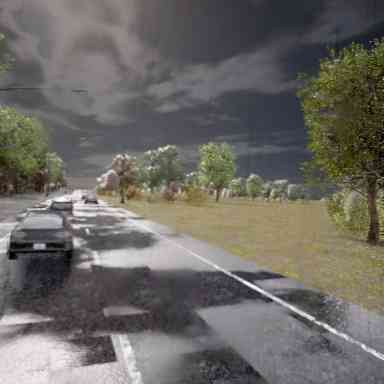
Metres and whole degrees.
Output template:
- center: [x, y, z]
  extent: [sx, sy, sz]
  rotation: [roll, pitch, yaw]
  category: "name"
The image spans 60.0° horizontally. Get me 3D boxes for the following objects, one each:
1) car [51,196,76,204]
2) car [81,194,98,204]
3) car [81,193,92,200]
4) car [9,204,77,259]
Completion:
- center: [-11.520, 1.147, 29.688]
  extent: [2.128, 1.511, 4.902]
  rotation: [3, 0, -20]
  category: "car"
- center: [-15.930, 1.146, 52.517]
  extent: [1.994, 1.385, 4.181]
  rotation: [3, 0, -20]
  category: "car"
- center: [-22.104, 1.001, 69.576]
  extent: [1.895, 1.301, 4.718]
  rotation: [3, 0, -20]
  category: "car"
- center: [-5.119, 1.365, 11.691]
  extent: [1.812, 1.442, 4.674]
  rotation: [3, 0, -20]
  category: "car"
